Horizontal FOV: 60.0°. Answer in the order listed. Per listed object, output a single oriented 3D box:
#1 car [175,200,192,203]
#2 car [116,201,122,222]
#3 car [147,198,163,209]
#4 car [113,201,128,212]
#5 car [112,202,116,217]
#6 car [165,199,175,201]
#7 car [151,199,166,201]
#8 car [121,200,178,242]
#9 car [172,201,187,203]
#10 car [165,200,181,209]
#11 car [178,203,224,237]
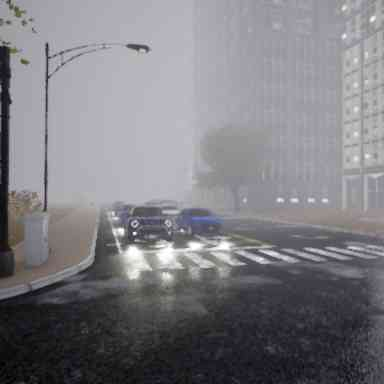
[{"bbox_3d":[-0.838,2.041,49.773,1.812,1.442,4.674,0,-1,-15],"label":"car"},{"bbox_3d":[-4.758,1.711,26.369,1.882,1.535,5.008,0,-1,-15],"label":"car"},{"bbox_3d":[-6.560,1.936,58.565,2.097,1.767,4.553,0,-1,-15],"label":"car"},{"bbox_3d":[-9.955,1.953,45.900,1.812,1.442,4.674,0,0,-15],"label":"car"},{"bbox_3d":[-7.318,1.892,35.947,1.994,1.385,4.181,0,-1,-15],"label":"car"},{"bbox_3d":[-4.186,1.851,49.800,2.097,1.767,4.553,0,-1,-15],"label":"car"},{"bbox_3d":[-4.663,1.849,38.610,1.882,1.535,5.008,0,-1,-15],"label":"car"},{"bbox_3d":[-2.366,1.497,17.462,2.097,1.767,4.553,0,-1,-15],"label":"car"},{"bbox_3d":[-1.986,1.798,28.569,1.812,1.442,4.674,0,-1,-15],"label":"car"},{"bbox_3d":[-3.429,2.135,59.434,1.812,1.442,4.674,0,-1,-15],"label":"car"},{"bbox_3d":[0.368,1.663,19.805,1.882,1.535,5.008,0,-1,-15],"label":"car"}]
